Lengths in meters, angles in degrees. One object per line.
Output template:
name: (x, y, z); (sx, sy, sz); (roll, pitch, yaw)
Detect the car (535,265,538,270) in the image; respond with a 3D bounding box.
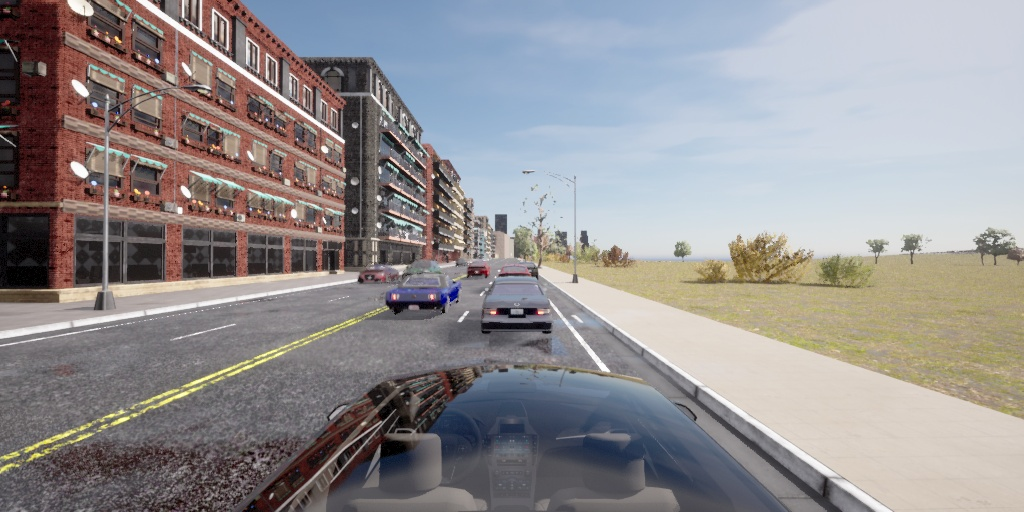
car: (1.210, 1.232, 30.573); (1.882, 1.535, 5.008); (0, 0, 0)

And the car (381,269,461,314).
car: (-3.123, 1.352, 13.702); (1.895, 1.301, 4.718); (0, 0, 0)

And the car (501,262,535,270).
car: (0.151, 1.231, 21.136); (1.882, 1.535, 5.008); (0, 0, 0)

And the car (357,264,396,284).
car: (-9.788, 1.317, 26.640); (1.994, 1.385, 4.181); (0, 0, 0)

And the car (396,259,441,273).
car: (-6.539, 1.105, 26.317); (2.097, 1.767, 4.553); (0, 0, 0)

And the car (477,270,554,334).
car: (0.121, 1.299, 10.596); (2.033, 1.411, 5.357); (0, 0, 0)

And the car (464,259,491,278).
car: (-3.067, 1.231, 33.884); (1.882, 1.535, 5.008); (0, 0, 0)
